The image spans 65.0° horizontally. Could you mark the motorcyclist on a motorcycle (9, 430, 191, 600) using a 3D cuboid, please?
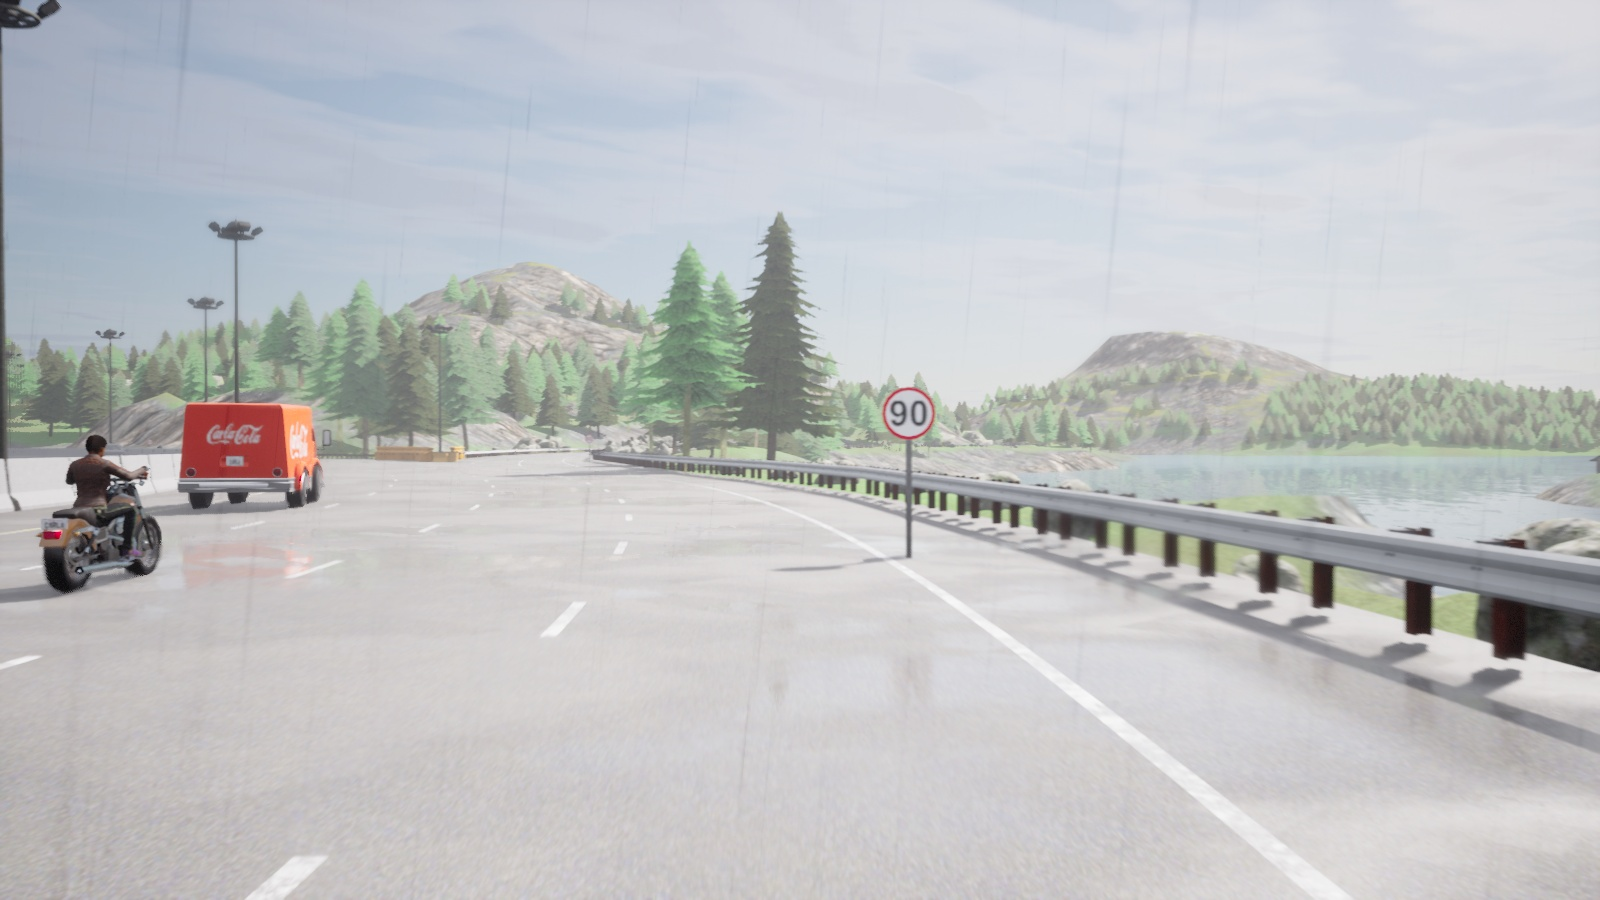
[{"bbox_3d":[-7.432,0.633,13.488,0.766,1.649,2.350,-1,0,-4],"label":"motorcyclist on a motorcycle"}]

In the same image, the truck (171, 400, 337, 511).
[{"bbox_3d":[-13.191,0.109,30.774,2.627,2.467,5.204,0,0,-11],"label":"truck"}]
